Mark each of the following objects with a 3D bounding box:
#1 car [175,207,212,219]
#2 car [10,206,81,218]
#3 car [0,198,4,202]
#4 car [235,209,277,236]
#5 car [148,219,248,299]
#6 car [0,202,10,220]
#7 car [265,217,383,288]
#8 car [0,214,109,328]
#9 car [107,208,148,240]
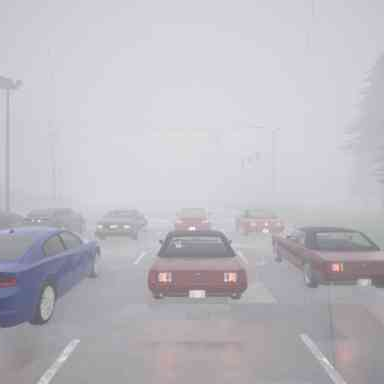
[{"bbox_3d":[0.053,1.521,17.479,1.812,1.442,4.674,0,0,1],"label":"car"},{"bbox_3d":[-6.935,1.501,16.975,1.837,1.490,4.892,0,0,0],"label":"car"},{"bbox_3d":[-30.248,1.211,48.054,5.566,2.045,2.150,0,0,-1],"label":"car"},{"bbox_3d":[3.542,1.596,18.336,1.895,1.301,4.718,0,0,-1],"label":"car"},{"bbox_3d":[0.091,1.599,8.376,1.895,1.301,4.718,0,0,0],"label":"car"},{"bbox_3d":[-10.436,1.487,16.959,2.128,1.511,4.902,0,0,0],"label":"car"},{"bbox_3d":[3.592,1.599,9.168,1.895,1.301,4.718,0,0,0],"label":"car"},{"bbox_3d":[-3.407,1.476,7.118,1.882,1.535,5.008,0,0,0],"label":"car"},{"bbox_3d":[-3.429,1.543,16.928,2.033,1.411,5.357,0,0,0],"label":"car"}]
